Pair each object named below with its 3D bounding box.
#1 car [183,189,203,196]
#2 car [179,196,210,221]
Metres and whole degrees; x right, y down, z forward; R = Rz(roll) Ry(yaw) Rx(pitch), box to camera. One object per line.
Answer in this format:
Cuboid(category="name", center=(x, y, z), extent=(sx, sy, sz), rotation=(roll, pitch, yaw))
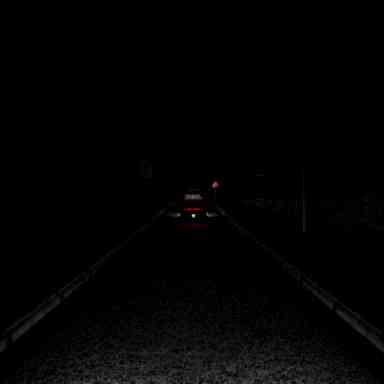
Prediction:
Cuboid(category="car", center=(0.108, 0.665, 40.884), extent=(2.150, 2.045, 5.566), rotation=(0, 0, 0))
Cuboid(category="car", center=(0.099, 1.305, 24.979), extent=(1.837, 1.490, 4.892), rotation=(0, 1, 0))
